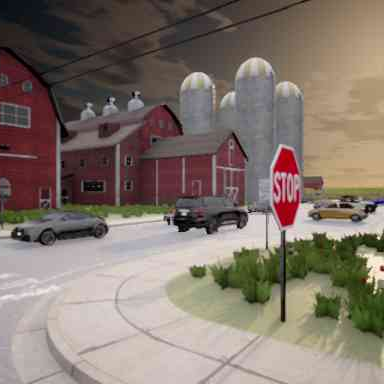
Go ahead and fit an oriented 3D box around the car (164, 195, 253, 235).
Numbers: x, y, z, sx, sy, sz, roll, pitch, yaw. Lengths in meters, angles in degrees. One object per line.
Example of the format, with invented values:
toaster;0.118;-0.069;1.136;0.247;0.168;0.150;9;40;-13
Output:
car;1.168;1.214;19.147;2.150;2.045;5.566;0;0;36

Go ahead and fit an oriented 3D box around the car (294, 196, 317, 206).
car;15.942;1.198;46.659;1.895;1.301;4.718;0;0;35

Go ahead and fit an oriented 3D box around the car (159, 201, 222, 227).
car;0.023;1.481;23.845;2.128;1.511;4.902;0;0;35

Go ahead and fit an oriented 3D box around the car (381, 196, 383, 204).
car;32.224;1.473;56.616;4.611;1.667;2.242;0;0;35

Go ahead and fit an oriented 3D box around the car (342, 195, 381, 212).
car;18.328;1.307;36.796;3.866;1.878;1.905;0;0;35

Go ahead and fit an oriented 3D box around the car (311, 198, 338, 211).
car;16.488;1.539;41.204;2.033;1.411;5.357;0;0;35

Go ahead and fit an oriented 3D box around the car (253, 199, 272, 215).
car;7.306;1.493;34.351;1.837;1.490;4.892;0;0;35

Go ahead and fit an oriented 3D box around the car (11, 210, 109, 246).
car;-5.968;1.554;15.401;1.994;1.385;4.181;0;0;38

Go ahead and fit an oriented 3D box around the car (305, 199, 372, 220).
car;11.053;1.501;25.431;4.193;1.474;1.816;0;0;35
